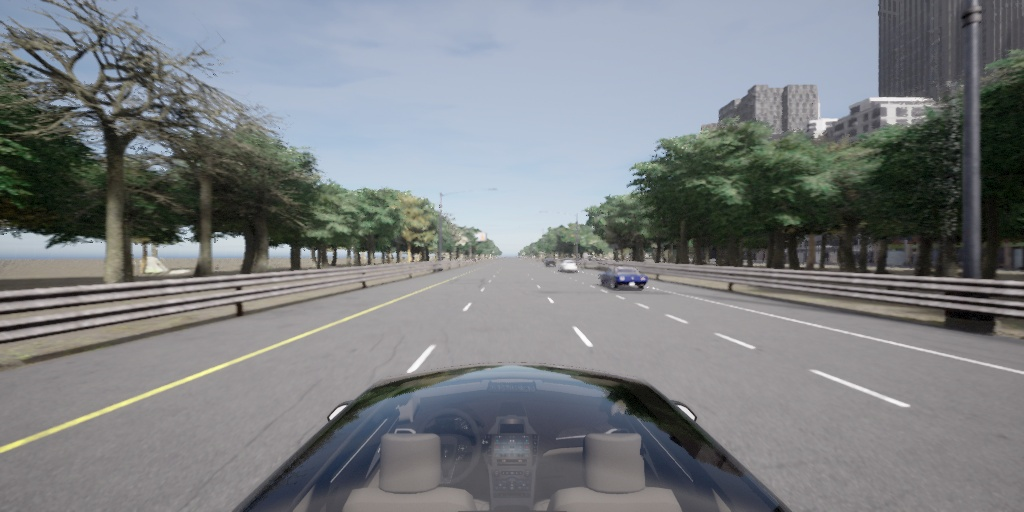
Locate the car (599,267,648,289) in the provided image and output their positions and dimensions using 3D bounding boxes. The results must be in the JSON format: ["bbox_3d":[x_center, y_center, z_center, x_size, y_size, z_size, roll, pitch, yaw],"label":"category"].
[{"bbox_3d":[6.996,1.357,23.111,1.895,1.301,4.718,0,0,0],"label":"car"}]

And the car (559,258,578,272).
[{"bbox_3d":[6.995,1.285,45.064,1.812,1.442,4.674,0,0,0],"label":"car"}]
